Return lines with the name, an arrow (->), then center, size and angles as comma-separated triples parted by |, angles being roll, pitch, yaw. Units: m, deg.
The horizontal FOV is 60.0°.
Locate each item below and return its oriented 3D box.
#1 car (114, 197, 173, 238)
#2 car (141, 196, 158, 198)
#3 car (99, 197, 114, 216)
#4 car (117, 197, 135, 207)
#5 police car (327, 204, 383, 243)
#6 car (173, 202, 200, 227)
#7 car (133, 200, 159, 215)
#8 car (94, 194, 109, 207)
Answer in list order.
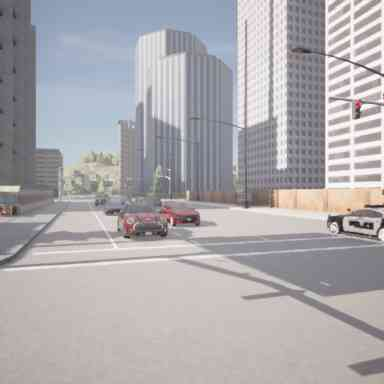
car -> -2.722, 1.352, 17.635 | 2.097, 1.767, 4.553 | 0, 0, -18
car -> -5.777, 1.491, 49.475 | 2.128, 1.511, 4.902 | 0, 0, -18
car -> -7.770, 1.547, 32.818 | 2.033, 1.411, 5.357 | 0, 0, -18
car -> -10.267, 1.493, 51.697 | 2.128, 1.511, 4.902 | 0, 0, -18
police car -> 8.860, 1.425, 16.394 | 1.930, 1.638, 5.238 | 0, 0, -18
car -> -0.948, 1.478, 23.388 | 1.882, 1.535, 5.008 | 0, 0, -18
car -> -4.997, 1.601, 35.578 | 1.895, 1.301, 4.718 | 0, 0, -18
car -> -13.943, 1.261, 51.698 | 2.150, 2.045, 5.566 | 0, 0, -18
